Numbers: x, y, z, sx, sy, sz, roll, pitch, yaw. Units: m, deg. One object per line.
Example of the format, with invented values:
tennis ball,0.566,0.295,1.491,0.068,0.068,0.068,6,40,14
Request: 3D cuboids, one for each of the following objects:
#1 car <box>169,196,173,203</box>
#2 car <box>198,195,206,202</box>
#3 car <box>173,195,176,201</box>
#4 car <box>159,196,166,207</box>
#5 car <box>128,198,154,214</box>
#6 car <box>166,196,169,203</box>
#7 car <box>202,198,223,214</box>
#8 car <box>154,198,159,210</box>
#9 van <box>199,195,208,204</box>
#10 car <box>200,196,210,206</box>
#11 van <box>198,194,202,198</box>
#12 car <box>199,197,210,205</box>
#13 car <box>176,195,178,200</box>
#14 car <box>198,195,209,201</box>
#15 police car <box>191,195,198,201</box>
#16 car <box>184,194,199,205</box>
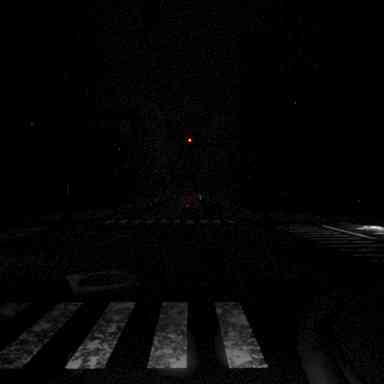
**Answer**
car,-5.608,1.552,69.133,1.967,1.590,4.097,0,0,0
car,2.448,1.600,85.650,1.967,1.590,4.097,0,0,0
car,-5.588,1.694,80.154,2.008,1.369,4.403,0,0,0
car,-5.638,1.653,52.600,1.802,1.307,4.206,0,0,0
car,-5.668,1.480,36.068,1.967,1.590,4.097,0,0,0
car,-5.628,1.634,58.111,2.008,1.369,4.403,0,0,0
car,2.357,1.606,36.053,1.947,1.339,4.313,0,0,0
car,-5.658,1.490,41.579,1.967,1.590,4.097,0,0,0
van,2.417,1.453,69.118,1.690,1.788,3.998,0,0,0
car,2.377,1.641,47.075,1.802,1.307,4.206,0,0,0
van,2.397,1.424,58.097,1.690,1.788,3.998,0,0,0
car,2.407,1.647,63.607,2.008,1.369,4.403,0,0,0
car,-5.567,1.721,91.176,1.887,1.381,4.507,0,0,0
car,2.387,1.637,52.586,1.947,1.339,4.313,0,0,0
police car,0.644,1.599,90.134,1.930,1.638,5.238,0,0,0
car,-0.131,1.574,63.308,1.882,1.535,5.008,0,0,0
